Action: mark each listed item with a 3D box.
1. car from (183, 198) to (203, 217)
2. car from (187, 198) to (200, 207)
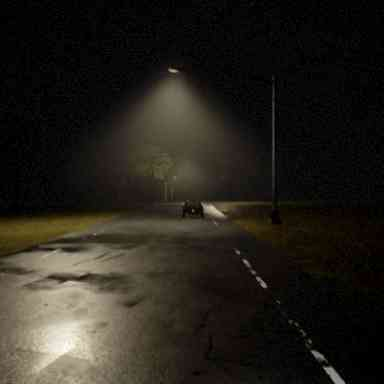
[{"bbox_3d":[0.098,1.543,32.588,1.882,1.535,5.008,0,0,0],"label":"car"},{"bbox_3d":[0.267,1.664,52.852,1.994,1.385,4.181,0,0,1],"label":"car"}]
